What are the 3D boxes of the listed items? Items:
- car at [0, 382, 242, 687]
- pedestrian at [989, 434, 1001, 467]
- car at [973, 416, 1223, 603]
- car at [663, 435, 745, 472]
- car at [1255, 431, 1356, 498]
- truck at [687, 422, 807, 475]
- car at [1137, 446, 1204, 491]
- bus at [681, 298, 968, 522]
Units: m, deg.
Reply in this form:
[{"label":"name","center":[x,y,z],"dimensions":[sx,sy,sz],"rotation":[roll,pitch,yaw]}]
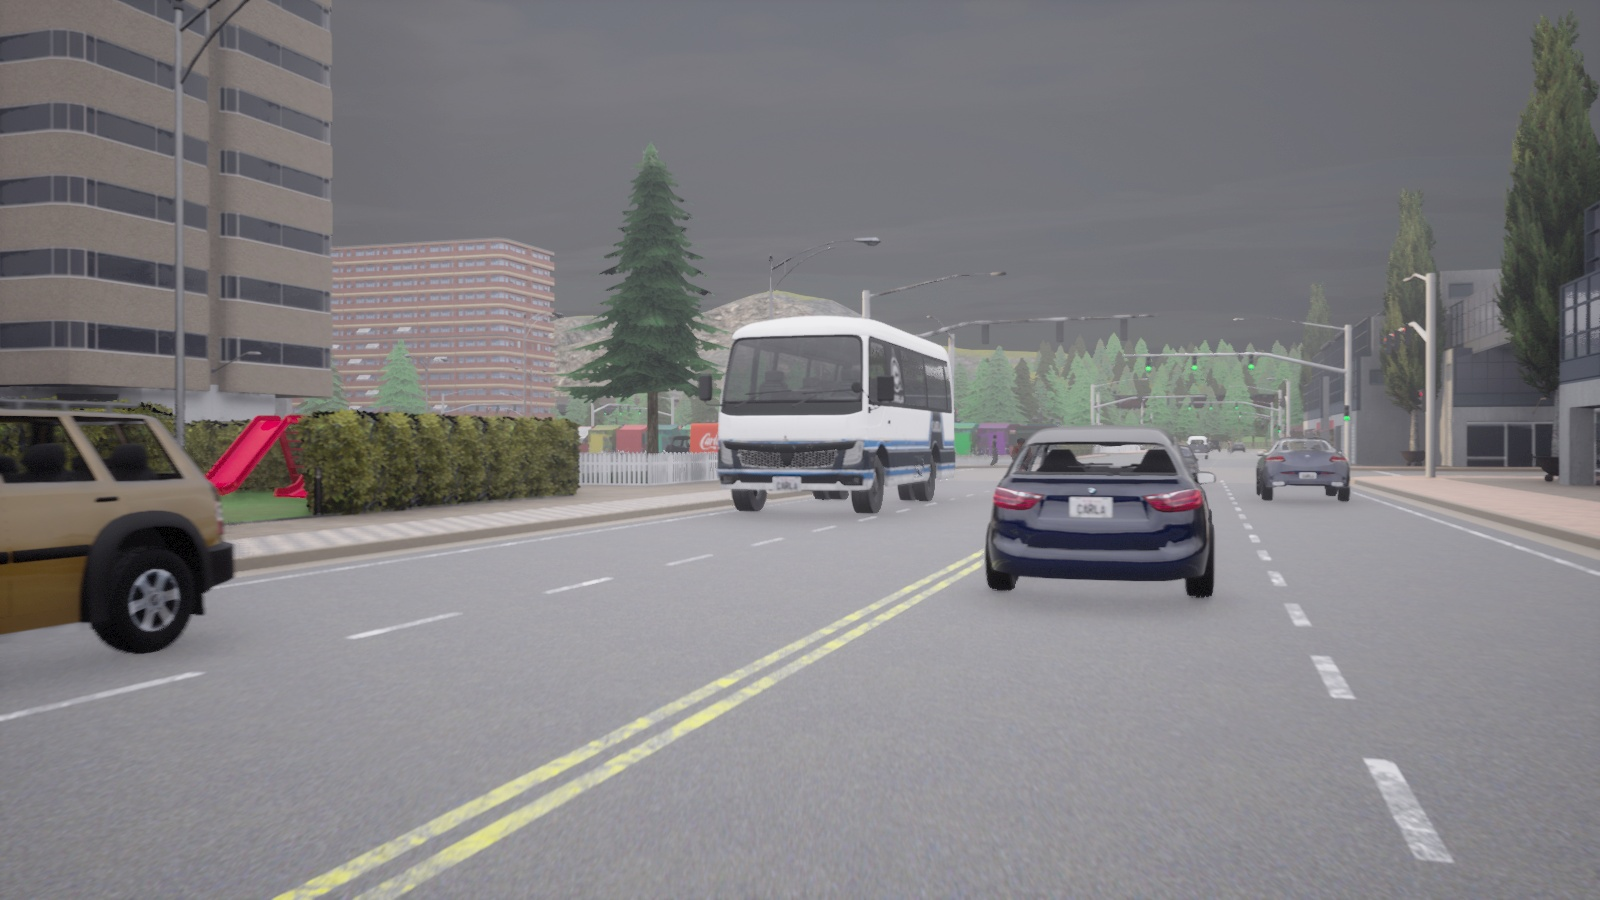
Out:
[{"label":"car","center":[-5.875,0.515,7.678],"dimensions":[1.932,1.855,4.605],"rotation":[0,0,18]},{"label":"pedestrian","center":[11.359,0.042,73.054],"dimensions":[0.666,1.930,0.402],"rotation":[0,0,7]},{"label":"car","center":[3.404,0.516,13.727],"dimensions":[2.242,1.667,4.611],"rotation":[0,0,18]},{"label":"car","center":[-4.981,0.169,65.274],"dimensions":[3.866,1.878,1.905],"rotation":[0,0,17]},{"label":"car","center":[13.436,0.345,33.651],"dimensions":[2.152,1.651,5.027],"rotation":[0,0,18]},{"label":"truck","center":[-2.553,-0.087,60.844],"dimensions":[5.204,2.467,2.627],"rotation":[0,0,18]},{"label":"car","center":[12.634,0.563,42.660],"dimensions":[2.033,1.411,5.357],"rotation":[0,0,18]},{"label":"bus","center":[1.054,-0.796,29.379],"dimensions":[3.944,4.253,10.273],"rotation":[0,0,18]}]
